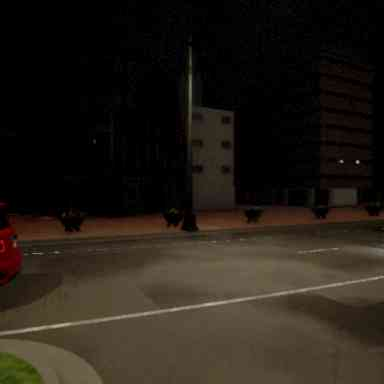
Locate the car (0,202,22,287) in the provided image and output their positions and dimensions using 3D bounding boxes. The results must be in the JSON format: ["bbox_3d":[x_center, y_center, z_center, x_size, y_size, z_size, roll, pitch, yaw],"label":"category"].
[{"bbox_3d":[-6.236,1.188,6.081,5.566,2.045,2.150,0,0,-20],"label":"car"}]
